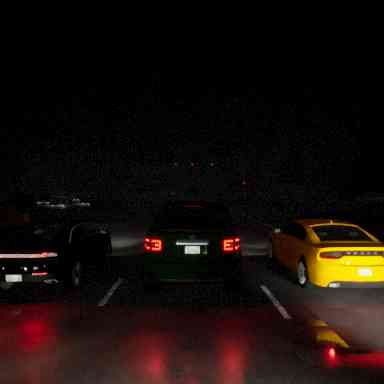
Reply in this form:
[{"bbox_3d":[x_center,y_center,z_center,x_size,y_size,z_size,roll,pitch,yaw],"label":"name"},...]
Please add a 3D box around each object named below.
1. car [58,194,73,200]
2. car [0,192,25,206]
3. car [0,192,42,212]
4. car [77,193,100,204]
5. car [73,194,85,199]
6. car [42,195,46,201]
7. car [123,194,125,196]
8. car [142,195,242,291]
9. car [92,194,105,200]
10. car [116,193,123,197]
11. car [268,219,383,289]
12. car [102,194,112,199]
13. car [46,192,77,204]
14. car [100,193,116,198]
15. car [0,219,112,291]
[{"bbox_3d":[-29.262,1.179,77.304,1.812,1.442,4.674,0,0,-1],"label":"car"},{"bbox_3d":[-28.916,1.009,52.696,2.150,2.045,5.566,0,0,-1],"label":"car"},{"bbox_3d":[-18.116,1.114,34.371,2.150,2.045,5.566,0,0,-1],"label":"car"},{"bbox_3d":[-18.517,1.302,59.246,2.033,1.411,5.357,0,0,-1],"label":"car"},{"bbox_3d":[-29.724,1.152,87.362,1.994,1.385,4.181,0,0,-4],"label":"car"},{"bbox_3d":[-29.091,1.304,67.459,1.895,1.301,4.718,0,0,-1],"label":"car"},{"bbox_3d":[-19.685,0.933,91.362,2.097,1.767,4.553,0,0,-7],"label":"car"},{"bbox_3d":[-0.013,1.212,9.131,2.150,2.045,5.566,0,0,0],"label":"car"},{"bbox_3d":[-22.305,1.195,79.641,1.994,1.385,4.181,0,0,-1],"label":"car"},{"bbox_3d":[-18.833,1.188,80.973,1.994,1.385,4.181,0,0,-1],"label":"car"},{"bbox_3d":[3.475,1.468,9.186,1.882,1.535,5.008,0,0,0],"label":"car"},{"bbox_3d":[-22.965,1.139,89.767,1.994,1.385,4.181,0,0,-7],"label":"car"},{"bbox_3d":[-21.973,0.991,56.223,2.150,2.045,5.566,0,0,-1],"label":"car"},{"bbox_3d":[-18.667,1.224,71.964,2.033,1.411,5.357,0,0,-1],"label":"car"},{"bbox_3d":[-3.522,1.483,8.987,2.128,1.511,4.902,0,0,0],"label":"car"}]
